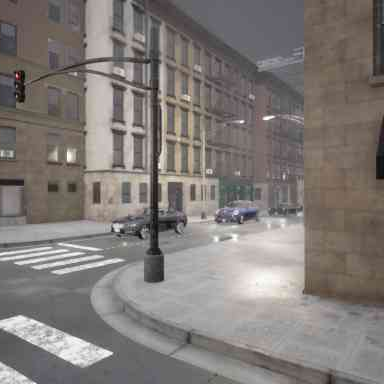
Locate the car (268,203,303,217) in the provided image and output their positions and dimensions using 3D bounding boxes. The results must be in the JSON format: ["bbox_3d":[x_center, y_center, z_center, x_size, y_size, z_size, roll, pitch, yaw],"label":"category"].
[{"bbox_3d":[9.480,1.782,34.181,1.895,1.301,4.718,0,0,35],"label":"car"}]

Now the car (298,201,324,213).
[{"bbox_3d":[15.088,1.834,41.996,1.895,1.301,4.718,0,0,36],"label":"car"}]

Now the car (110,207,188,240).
[{"bbox_3d":[-2.161,1.568,17.842,2.128,1.511,4.902,0,0,35],"label":"car"}]

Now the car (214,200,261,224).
[{"bbox_3d":[3.631,1.480,25.993,2.097,1.767,4.553,0,0,36],"label":"car"}]
